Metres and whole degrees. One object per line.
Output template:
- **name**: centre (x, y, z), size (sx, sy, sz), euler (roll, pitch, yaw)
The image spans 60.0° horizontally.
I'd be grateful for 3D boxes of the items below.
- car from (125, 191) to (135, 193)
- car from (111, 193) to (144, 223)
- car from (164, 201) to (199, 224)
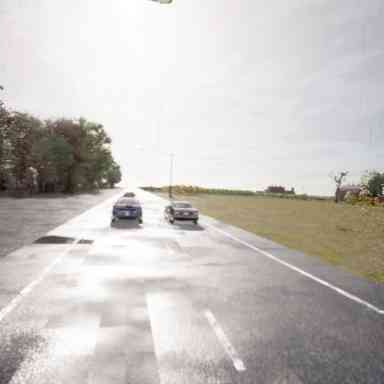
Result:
- **car**: centre (-9.183, 0.657, 49.173), size (1.837, 1.490, 4.892), euler (3, 1, -10)
- **car**: centre (-4.227, 1.096, 21.912), size (1.882, 1.535, 5.008), euler (3, 1, -10)
- **car**: centre (-0.796, 1.322, 22.567), size (2.033, 1.411, 5.357), euler (3, 1, -10)
